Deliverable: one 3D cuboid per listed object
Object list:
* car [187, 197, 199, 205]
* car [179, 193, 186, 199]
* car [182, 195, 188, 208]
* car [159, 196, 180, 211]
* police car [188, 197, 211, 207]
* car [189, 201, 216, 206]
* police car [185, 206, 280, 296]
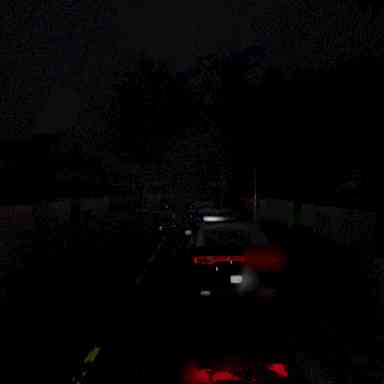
[{"bbox_3d":[0.138,1.524,58.981,1.994,1.385,4.181,0,0,0],"label":"car"},{"bbox_3d":[-2.531,1.367,93.213,2.150,2.045,5.566,0,-1,0],"label":"car"},{"bbox_3d":[0.121,1.508,45.422,1.994,1.385,4.181,0,0,2],"label":"car"},{"bbox_3d":[-2.757,1.443,38.982,1.837,1.490,4.892,0,0,0],"label":"car"},{"bbox_3d":[0.881,1.367,24.736,1.930,1.638,5.238,0,0,0],"label":"police car"},{"bbox_3d":[0.867,1.478,18.623,1.812,1.442,4.674,0,0,0],"label":"car"},{"bbox_3d":[0.843,1.401,8.728,1.930,1.638,5.238,0,0,0],"label":"police car"}]
